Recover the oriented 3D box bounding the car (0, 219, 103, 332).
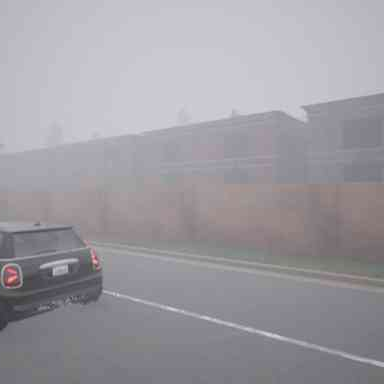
[{"bbox_3d":[-3.993,1.393,7.035,4.553,1.767,2.097,0,0,36],"label":"car"}]
